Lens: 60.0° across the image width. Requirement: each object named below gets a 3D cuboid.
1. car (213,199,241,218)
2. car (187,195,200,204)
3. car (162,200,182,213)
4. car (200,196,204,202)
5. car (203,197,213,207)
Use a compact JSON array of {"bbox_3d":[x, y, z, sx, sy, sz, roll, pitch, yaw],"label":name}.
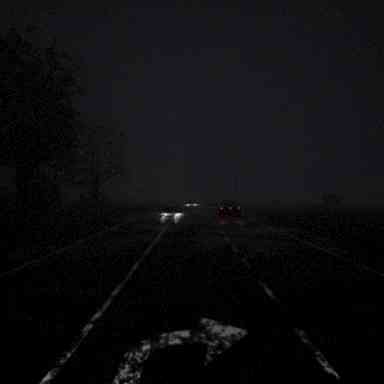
[{"bbox_3d":[3.501,1.522,32.420,2.097,1.767,4.553,0,0,0],"label":"car"},{"bbox_3d":[-0.001,1.742,71.929,2.097,1.767,4.553,0,0,0],"label":"car"},{"bbox_3d":[-2.399,1.711,41.484,1.882,1.535,5.008,0,0,6],"label":"car"},{"bbox_3d":[3.499,2.043,91.695,1.994,1.385,4.181,0,0,0],"label":"car"},{"bbox_3d":[3.499,1.875,58.719,1.994,1.385,4.181,0,0,0],"label":"car"}]
